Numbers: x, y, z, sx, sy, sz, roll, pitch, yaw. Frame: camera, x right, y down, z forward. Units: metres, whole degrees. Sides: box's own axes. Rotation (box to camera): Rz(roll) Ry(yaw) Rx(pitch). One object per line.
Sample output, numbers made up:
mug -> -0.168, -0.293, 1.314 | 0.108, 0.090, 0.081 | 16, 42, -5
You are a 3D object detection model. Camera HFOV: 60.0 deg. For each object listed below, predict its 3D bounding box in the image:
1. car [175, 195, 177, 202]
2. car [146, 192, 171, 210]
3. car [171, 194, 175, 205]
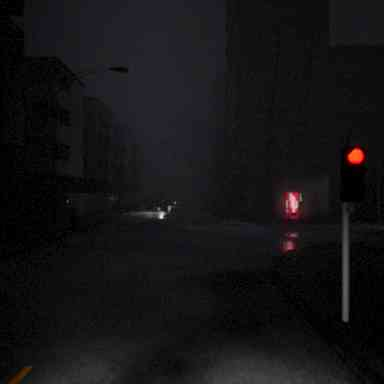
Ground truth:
car -> -4.088, 1.251, 67.849 | 1.837, 1.490, 4.892 | 0, 0, 0
car -> -4.157, 1.067, 40.023 | 2.150, 2.045, 5.566 | 0, 0, 0
car -> -4.154, 1.281, 51.158 | 1.882, 1.535, 5.008 | 0, 1, 0
